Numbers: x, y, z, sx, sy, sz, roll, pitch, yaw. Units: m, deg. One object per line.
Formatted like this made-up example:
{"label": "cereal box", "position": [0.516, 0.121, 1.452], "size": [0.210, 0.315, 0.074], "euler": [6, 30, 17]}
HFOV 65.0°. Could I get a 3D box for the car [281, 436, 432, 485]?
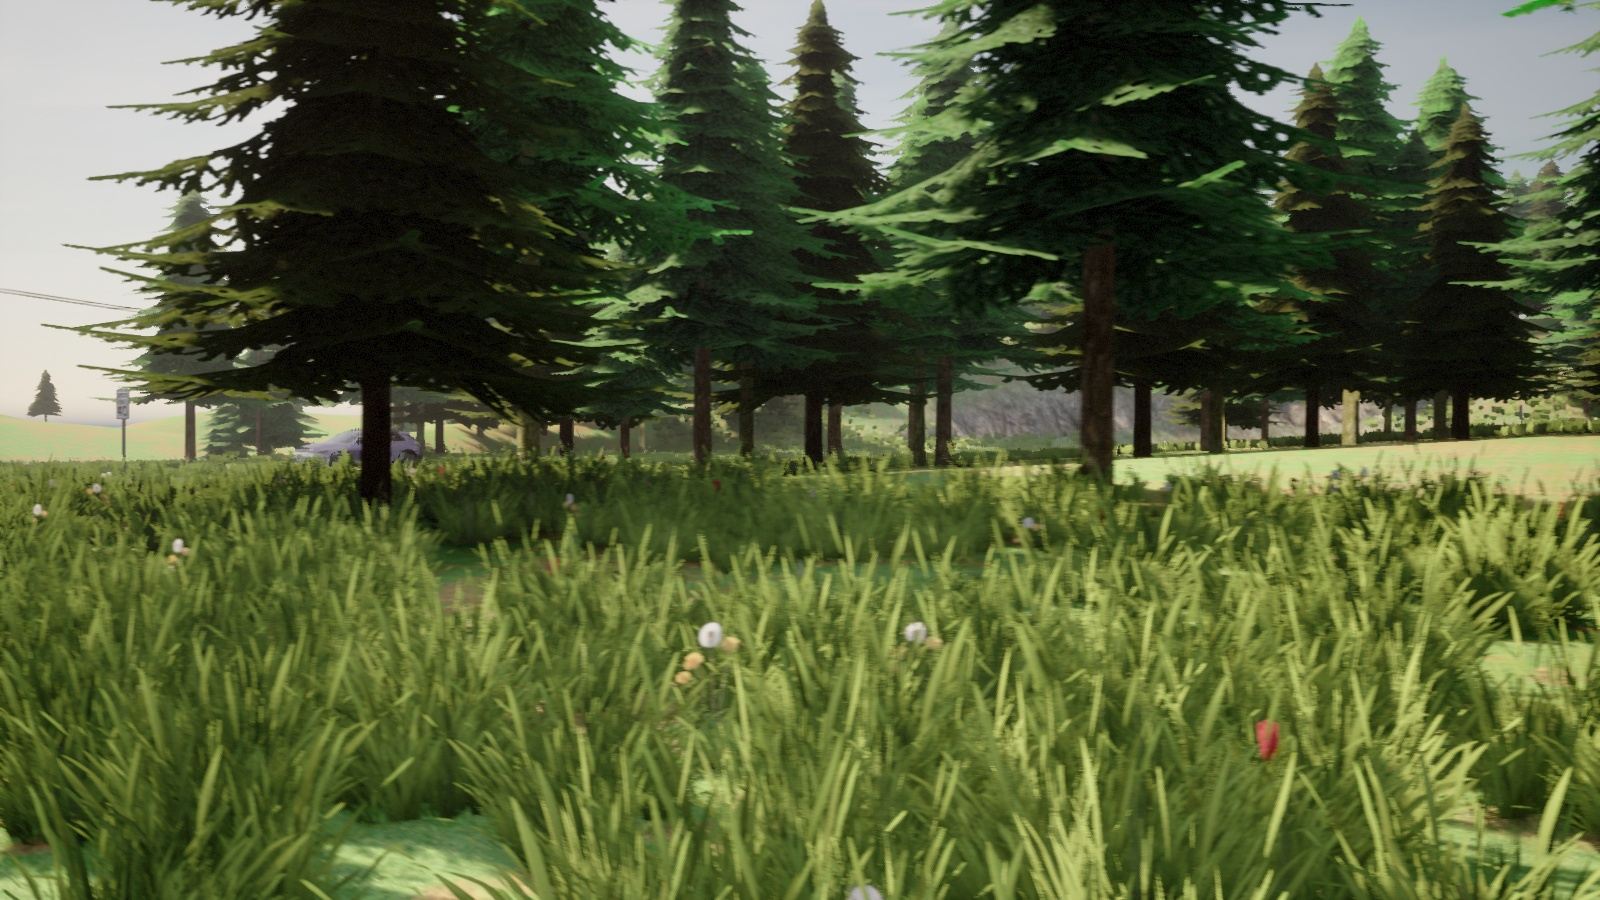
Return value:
{"label": "car", "position": [-15.888, 0.328, 45.260], "size": [2.033, 1.649, 4.856], "euler": [0, 1, 33]}
